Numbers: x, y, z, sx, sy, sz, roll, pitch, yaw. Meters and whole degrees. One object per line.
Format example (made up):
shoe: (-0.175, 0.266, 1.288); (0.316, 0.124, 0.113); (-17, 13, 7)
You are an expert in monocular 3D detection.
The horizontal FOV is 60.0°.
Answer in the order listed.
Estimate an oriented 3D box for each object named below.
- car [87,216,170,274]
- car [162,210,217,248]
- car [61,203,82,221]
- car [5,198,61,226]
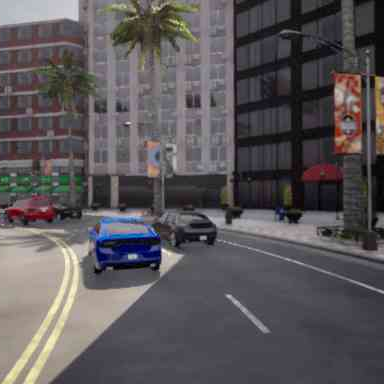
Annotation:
car: (-2.398, 1.582, 11.147); (1.882, 1.535, 5.008); (0, 0, -19)
car: (-0.553, 1.634, 15.693); (1.837, 1.490, 4.892); (0, -1, -25)
car: (-11.936, 1.791, 30.277); (5.008, 1.535, 1.882); (-1, -1, 41)
car: (-13.057, 1.513, 26.729); (5.566, 2.045, 2.150); (-1, -1, 43)
